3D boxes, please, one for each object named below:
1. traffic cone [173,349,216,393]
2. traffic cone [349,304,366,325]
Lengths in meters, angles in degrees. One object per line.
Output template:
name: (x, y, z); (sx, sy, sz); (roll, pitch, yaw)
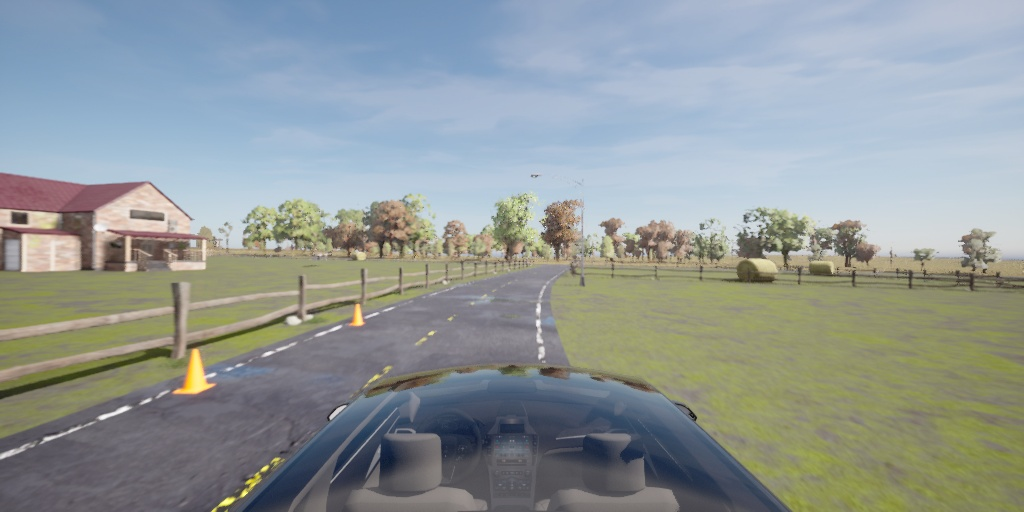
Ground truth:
traffic cone: (-4.696, 1.678, 5.314); (0.340, 0.580, 0.340); (0, 0, 2)
traffic cone: (-4.475, 1.679, 10.388); (0.340, 0.580, 0.340); (0, 0, 3)
